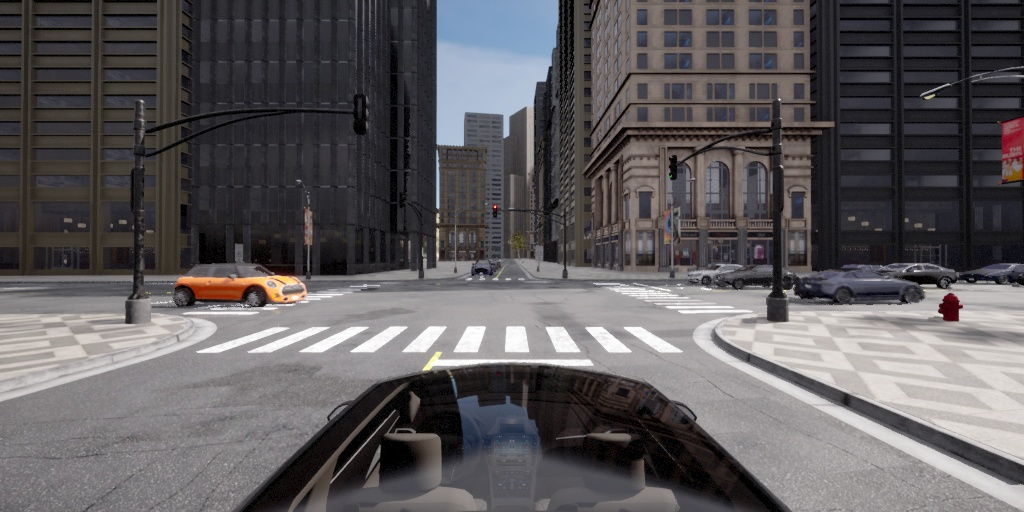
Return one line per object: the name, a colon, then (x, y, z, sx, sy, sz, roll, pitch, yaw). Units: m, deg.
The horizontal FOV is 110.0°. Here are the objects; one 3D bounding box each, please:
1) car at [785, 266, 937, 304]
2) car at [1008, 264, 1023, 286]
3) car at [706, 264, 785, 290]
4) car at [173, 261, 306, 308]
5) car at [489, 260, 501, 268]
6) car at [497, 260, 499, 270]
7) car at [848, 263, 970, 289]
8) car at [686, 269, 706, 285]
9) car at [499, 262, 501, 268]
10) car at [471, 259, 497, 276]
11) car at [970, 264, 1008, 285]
car: (14.421, 1.229, 15.025, 4.181, 1.385, 1.994, 0, 0, 0)
car: (33.684, 1.232, 21.732, 4.181, 1.385, 1.994, 0, 0, 0)
car: (14.702, 1.240, 21.716, 4.674, 1.442, 1.812, 0, 0, -1)
car: (-10.921, 1.094, 14.588, 4.553, 1.767, 2.097, 0, 0, 6)
car: (-3.030, 1.431, 65.397, 1.994, 1.385, 4.181, 0, 0, 0)
car: (-3.058, 1.378, 46.399, 1.994, 1.385, 4.181, 0, 0, 0)
car: (23.812, 1.183, 21.730, 4.902, 1.511, 2.128, 0, 0, 0)
car: (14.637, 1.264, 24.977, 4.674, 1.442, 1.812, 0, 0, 0)
car: (-3.054, 1.401, 55.430, 1.994, 1.385, 4.181, 0, 0, 0)
car: (-3.048, 1.146, 37.627, 2.097, 1.767, 4.553, 0, 0, 0)
car: (34.647, 1.237, 24.990, 5.357, 1.411, 2.033, 0, 0, -1)
